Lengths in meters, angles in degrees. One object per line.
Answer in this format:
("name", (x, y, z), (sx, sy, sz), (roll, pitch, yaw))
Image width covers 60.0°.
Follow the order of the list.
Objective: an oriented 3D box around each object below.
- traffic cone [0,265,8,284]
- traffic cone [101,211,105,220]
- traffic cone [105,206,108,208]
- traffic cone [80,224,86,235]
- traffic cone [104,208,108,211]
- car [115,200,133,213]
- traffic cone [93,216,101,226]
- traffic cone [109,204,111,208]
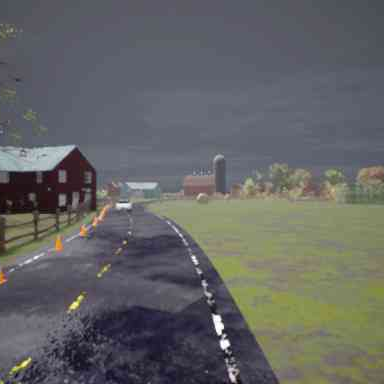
("traffic cone", (-4.940, 1.999, 8.469), (0.340, 0.580, 0.340), (0, 0, -4))
("traffic cone", (-7.607, 2.068, 27.940), (0.340, 0.580, 0.340), (0, 0, -12))
("traffic cone", (-9.911, 2.110, 37.555), (0.340, 0.580, 0.340), (0, 0, -14))
("traffic cone", (-5.947, 2.031, 18.249), (0.340, 0.580, 0.340), (0, 0, -8))
("traffic cone", (-8.680, 2.088, 32.739), (0.340, 0.580, 0.340), (0, 0, -14))
("car", (-8.311, 1.680, 40.436), (1.812, 1.442, 4.674), (0, 0, -13))
("traffic cone", (-6.696, 2.049, 23.108), (0.340, 0.580, 0.340), (0, 0, -10))
("traffic cone", (-12.072, 2.153, 47.490), (0.340, 0.580, 0.340), (0, 0, -10))
